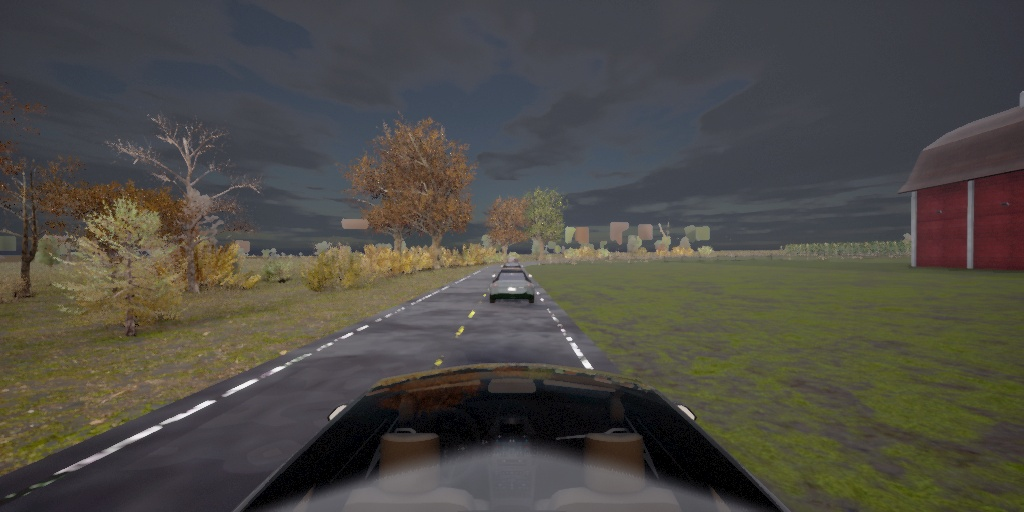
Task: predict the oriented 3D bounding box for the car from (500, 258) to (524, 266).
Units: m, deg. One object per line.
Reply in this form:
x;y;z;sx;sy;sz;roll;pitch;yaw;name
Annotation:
0.000;1.225;31.504;2.128;1.511;4.902;0;0;0;car

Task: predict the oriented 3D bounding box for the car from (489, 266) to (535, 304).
0.000;1.317;16.503;1.994;1.385;4.181;0;0;0;car
